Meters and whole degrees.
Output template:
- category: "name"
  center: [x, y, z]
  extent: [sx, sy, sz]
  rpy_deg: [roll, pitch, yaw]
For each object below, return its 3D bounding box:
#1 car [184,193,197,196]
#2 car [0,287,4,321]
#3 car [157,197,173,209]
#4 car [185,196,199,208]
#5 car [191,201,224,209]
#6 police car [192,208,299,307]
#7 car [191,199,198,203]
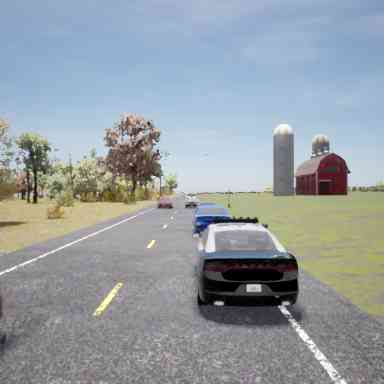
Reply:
- category: "car"
  center: [-0.011, 1.202, 59.451]
  extent: [2.150, 2.045, 5.566]
  rpy_deg: [0, 0, 0]
- category: "car"
  center: [-3.599, 1.526, 2.995]
  extent: [1.812, 1.442, 4.674]
  rpy_deg: [0, 0, 0]
- category: "car"
  center: [-3.608, 1.467, 44.870]
  extent: [1.882, 1.535, 5.008]
  rpy_deg: [0, 0, 0]
- category: "car"
  center: [0.011, 1.589, 47.509]
  extent: [1.895, 1.301, 4.718]
  rpy_deg: [0, 0, 1]
- category: "car"
  center: [1.046, 1.478, 18.107]
  extent: [1.882, 1.535, 5.008]
  rpy_deg: [0, 0, 0]
- category: "police car"
  center: [1.048, 1.426, 8.217]
  extent: [1.930, 1.638, 5.238]
  rpy_deg: [0, 0, 0]
- category: "car"
  center: [1.044, 1.504, 24.108]
  extent: [1.837, 1.490, 4.892]
  rpy_deg: [0, 0, 0]
